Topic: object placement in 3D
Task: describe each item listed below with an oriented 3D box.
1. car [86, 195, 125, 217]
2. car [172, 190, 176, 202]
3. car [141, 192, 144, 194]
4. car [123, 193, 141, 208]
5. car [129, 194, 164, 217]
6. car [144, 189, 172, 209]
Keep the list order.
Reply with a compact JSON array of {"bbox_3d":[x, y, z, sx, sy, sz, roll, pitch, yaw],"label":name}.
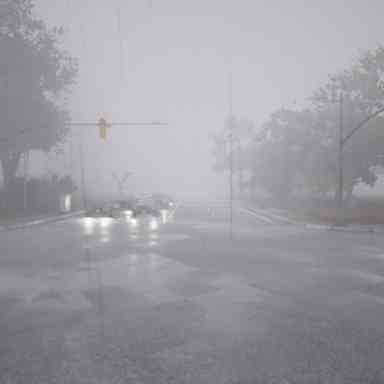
[{"bbox_3d":[-7.099,1.221,27.017,1.994,1.385,4.181,0,1,0],"label":"car"},{"bbox_3d":[-3.751,0.846,49.424,1.812,1.442,4.674,0,1,-1],"label":"car"},{"bbox_3d":[-7.263,0.786,50.040,1.882,1.535,5.008,0,1,-1],"label":"car"},{"bbox_3d":[-7.112,1.016,35.759,1.882,1.535,5.008,0,1,0],"label":"car"},{"bbox_3d":[-3.598,1.180,27.200,1.812,1.442,4.674,0,1,0],"label":"car"},{"bbox_3d":[-3.615,0.884,36.177,2.097,1.767,4.553,0,1,0],"label":"car"}]
